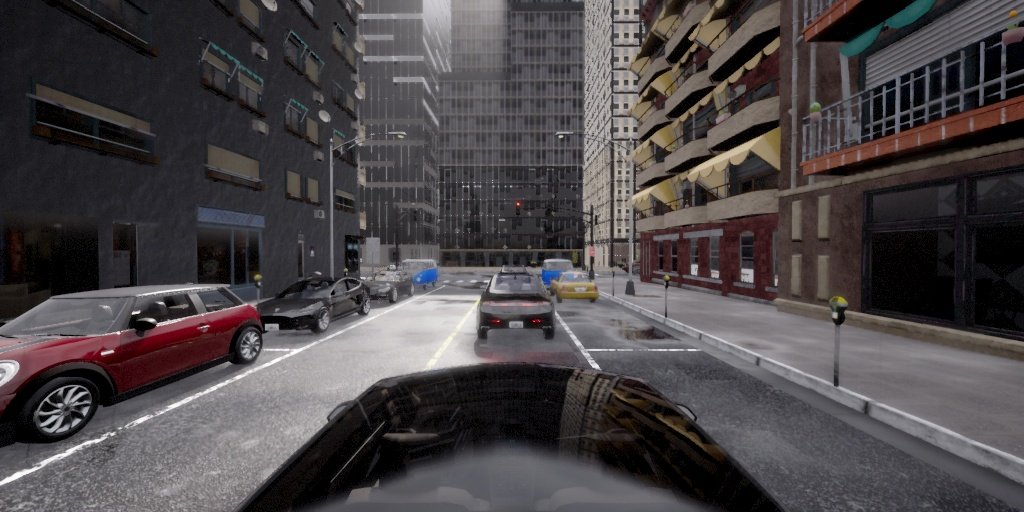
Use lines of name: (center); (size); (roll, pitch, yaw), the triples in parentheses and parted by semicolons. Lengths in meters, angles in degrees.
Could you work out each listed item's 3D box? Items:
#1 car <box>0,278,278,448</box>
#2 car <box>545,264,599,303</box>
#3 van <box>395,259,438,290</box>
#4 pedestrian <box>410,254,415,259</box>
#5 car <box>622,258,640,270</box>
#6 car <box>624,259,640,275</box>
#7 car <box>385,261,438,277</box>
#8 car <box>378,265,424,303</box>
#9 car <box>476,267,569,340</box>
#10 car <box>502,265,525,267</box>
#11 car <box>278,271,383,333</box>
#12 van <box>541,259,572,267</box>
car: (-5.688, 1.189, 5.071); (1.967, 1.591, 4.097); (0, 0, 0)
car: (2.710, 1.272, 16.403); (1.751, 1.417, 4.829); (0, 0, 0)
van: (-5.662, 1.087, 21.877); (1.690, 1.789, 3.998); (0, 0, 0)
pedestrian: (-12.329, 0.635, 44.289); (0.375, 1.860, 0.375); (0, 1, 0)
car: (15.292, 1.087, 41.154); (5.009, 1.841, 2.192); (0, 0, 0)
car: (14.730, 1.370, 38.558); (4.181, 1.385, 1.994); (0, 1, 0)
car: (-9.731, 1.259, 34.887); (4.674, 1.442, 1.812); (0, 1, 12)
car: (-5.671, 1.297, 16.275); (2.007, 1.370, 4.403); (0, 0, 0)
car: (0.095, 1.240, 10.010); (2.128, 1.511, 4.902); (0, 0, 0)
car: (0.093, 1.237, 20.312); (2.128, 1.511, 4.902); (0, 0, 0)
car: (-5.680, 1.314, 10.672); (1.948, 1.339, 4.313); (0, 0, 0)
van: (2.719, 1.087, 21.835); (1.690, 1.789, 3.998); (0, 0, 0)
